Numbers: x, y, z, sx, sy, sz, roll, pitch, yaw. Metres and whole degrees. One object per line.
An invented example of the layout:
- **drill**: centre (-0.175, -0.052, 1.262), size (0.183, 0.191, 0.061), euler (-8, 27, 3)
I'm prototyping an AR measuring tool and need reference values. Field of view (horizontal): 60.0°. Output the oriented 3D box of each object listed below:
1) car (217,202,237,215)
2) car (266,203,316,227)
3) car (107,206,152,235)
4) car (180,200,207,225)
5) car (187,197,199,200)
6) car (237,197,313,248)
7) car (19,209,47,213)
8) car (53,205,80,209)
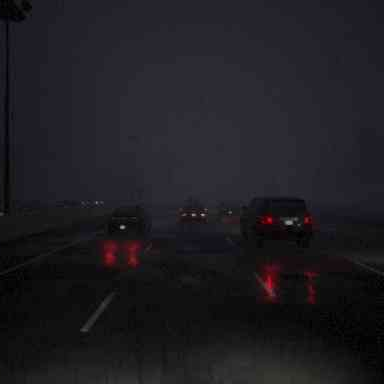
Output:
- **car**: centre (3.604, 1.624, 33.532), size (1.895, 1.301, 4.718), euler (0, 0, 0)
- **car**: centre (7.104, 1.565, 24.522), size (2.033, 1.411, 5.357), euler (0, 0, 0)
- **car**: centre (-3.396, 1.505, 18.693), size (2.128, 1.511, 4.902), euler (0, 0, 0)
- **car**: centre (0.103, 1.565, 24.414), size (2.033, 1.411, 5.357), euler (0, 0, 0)
- **car**: centre (0.066, 1.382, 42.209), size (2.097, 1.767, 4.553), euler (0, 0, -1)
- **car**: centre (3.602, 1.232, 15.027), size (2.150, 2.045, 5.566), euler (0, 0, 0)
- **car**: centre (-17.613, 1.590, 37.148), size (1.994, 1.385, 4.181), euler (0, 0, 0)
- **car**: centre (-14.111, 1.533, 37.440), size (1.837, 1.490, 4.892), euler (0, -1, 0)
